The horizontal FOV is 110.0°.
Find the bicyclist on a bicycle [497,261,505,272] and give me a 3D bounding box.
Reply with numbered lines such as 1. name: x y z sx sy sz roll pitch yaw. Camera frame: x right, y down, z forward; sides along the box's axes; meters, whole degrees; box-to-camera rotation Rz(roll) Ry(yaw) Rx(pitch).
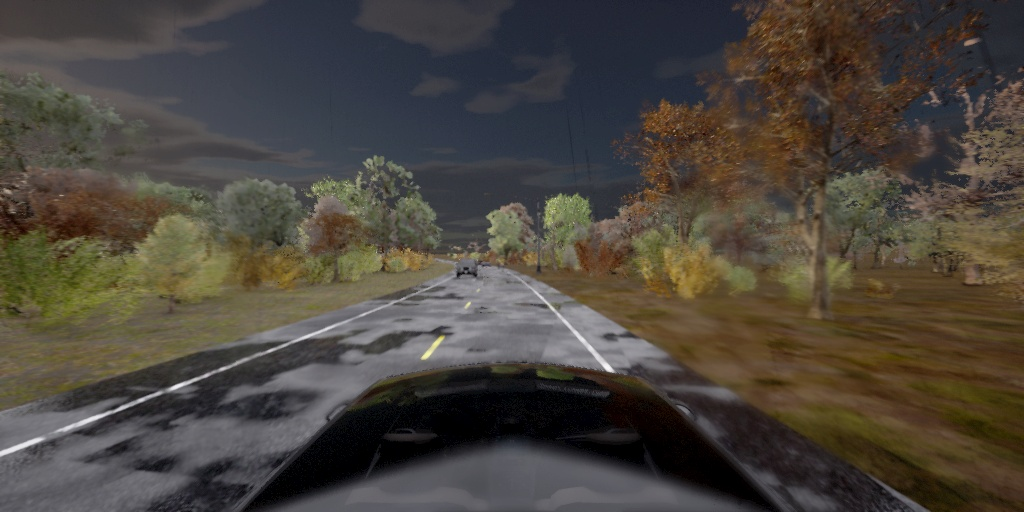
1. bicyclist on a bicycle: -1.389 1.579 52.308 0.866 1.612 1.509 0 -1 -5

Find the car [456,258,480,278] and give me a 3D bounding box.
1. car: -4.924 1.292 39.669 2.150 2.045 5.566 0 0 -4
